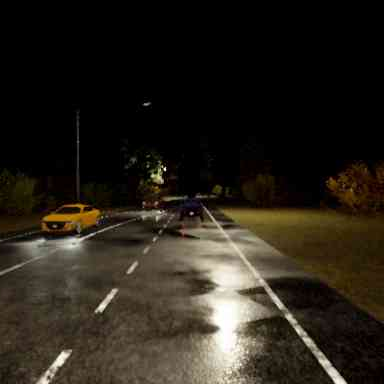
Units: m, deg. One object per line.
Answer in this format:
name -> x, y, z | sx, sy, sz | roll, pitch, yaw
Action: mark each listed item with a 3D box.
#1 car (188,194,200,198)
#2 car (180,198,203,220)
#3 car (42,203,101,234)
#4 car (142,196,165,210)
car -> -0.027, 1.463, 49.719 | 2.033, 1.411, 5.357 | 0, 0, 0
car -> -0.017, 1.490, 28.087 | 1.812, 1.442, 4.674 | 0, 0, 0
car -> -6.853, 1.461, 19.314 | 1.882, 1.535, 5.008 | 0, 0, 2
car -> -4.664, 1.290, 40.789 | 2.097, 1.767, 4.553 | 0, 0, 7
